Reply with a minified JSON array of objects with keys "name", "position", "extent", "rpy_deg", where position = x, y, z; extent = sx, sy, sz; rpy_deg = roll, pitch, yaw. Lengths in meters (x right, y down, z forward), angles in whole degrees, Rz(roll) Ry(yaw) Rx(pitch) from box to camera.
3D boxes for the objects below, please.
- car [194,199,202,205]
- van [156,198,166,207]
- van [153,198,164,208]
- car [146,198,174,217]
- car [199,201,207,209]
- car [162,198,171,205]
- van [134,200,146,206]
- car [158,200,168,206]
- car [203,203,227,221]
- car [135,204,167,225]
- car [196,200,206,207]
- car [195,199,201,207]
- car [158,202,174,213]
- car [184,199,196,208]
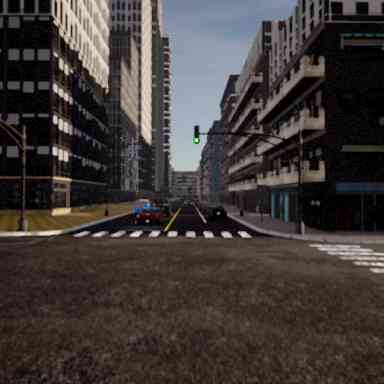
[{"name":"car","position":[1.694,2.770,92.610],"extent":[1.947,1.339,4.313],"rpy_deg":[0,-1,-1]},{"name":"van","position":[-6.448,2.229,69.910],"extent":[1.690,1.788,3.998],"rpy_deg":[0,-1,-1]},{"name":"van","position":[-6.389,2.155,64.256],"extent":[1.690,1.788,3.998],"rpy_deg":[0,-1,-1]},{"name":"car","position":[-3.516,1.693,37.407],"extent":[2.150,2.045,5.566],"rpy_deg":[0,-1,-1]},{"name":"car","position":[2.230,2.085,41.729],"extent":[1.887,1.381,4.507],"rpy_deg":[0,-1,-1]},{"name":"car","position":[-6.627,2.425,86.871],"extent":[2.192,1.841,5.009],"rpy_deg":[0,-1,-1]},{"name":"van","position":[-6.150,1.862,41.642],"extent":[1.690,1.788,3.998],"rpy_deg":[0,-1,-1]},{"name":"car","position":[-6.507,2.512,75.561],"extent":[2.008,1.369,4.403],"rpy_deg":[0,-1,-1]},{"name":"car","position":[2.335,1.978,31.763],"extent":[1.947,1.339,4.313],"rpy_deg":[0,-1,-1]},{"name":"car","position":[-3.411,1.946,27.505],"extent":[1.895,1.301,4.718],"rpy_deg":[0,-1,-1]},{"name":"car","position":[1.932,2.452,69.995],"extent":[1.887,1.381,4.507],"rpy_deg":[0,-1,-1]},{"name":"car","position":[2.051,2.311,58.689],"extent":[2.008,1.369,4.403],"rpy_deg":[0,-1,-1]},{"name":"car","position":[-3.602,2.166,47.492],"extent":[1.994,1.385,4.181],"rpy_deg":[0,-1,0]},{"name":"car","position":[-0.633,2.474,67.799],"extent":[1.895,1.301,4.718],"rpy_deg":[0,-1,-1]}]
